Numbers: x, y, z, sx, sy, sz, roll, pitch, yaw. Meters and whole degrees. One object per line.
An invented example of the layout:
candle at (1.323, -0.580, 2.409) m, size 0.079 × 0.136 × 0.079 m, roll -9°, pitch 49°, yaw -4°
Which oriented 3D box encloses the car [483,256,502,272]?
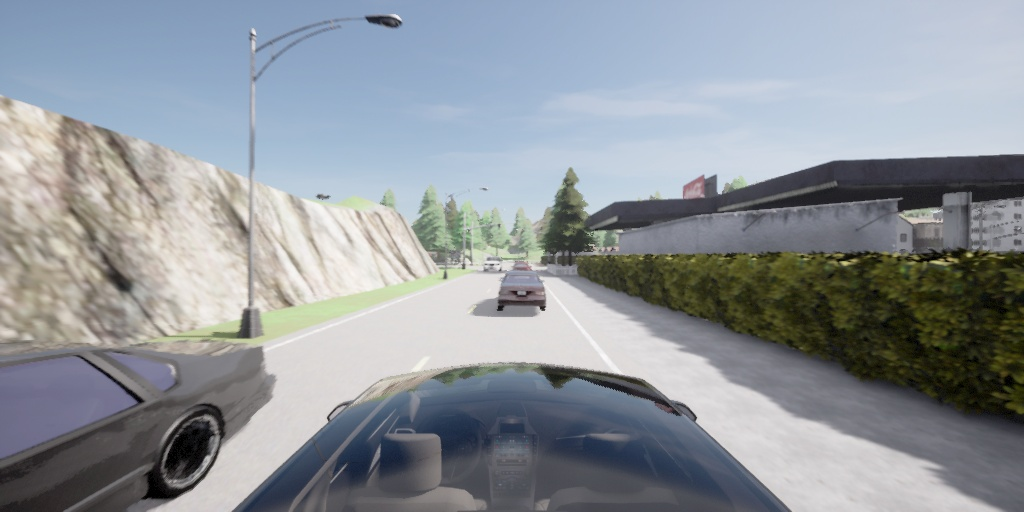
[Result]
car at (-2.420, 1.032, 46.639) m, size 2.150 × 2.045 × 5.566 m, roll 0°, pitch 0°, yaw 1°

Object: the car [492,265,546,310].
car at (0.383, 1.297, 14.677) m, size 2.033 × 1.411 × 5.357 m, roll 1°, pitch 0°, yaw 1°

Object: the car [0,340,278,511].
car at (-3.567, 1.274, 1.690) m, size 2.033 × 1.411 × 5.357 m, roll 0°, pitch 0°, yaw -1°

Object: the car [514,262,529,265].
car at (0.825, 1.280, 32.406) m, size 1.812 × 1.442 × 4.674 m, roll 0°, pitch 0°, yaw 1°
